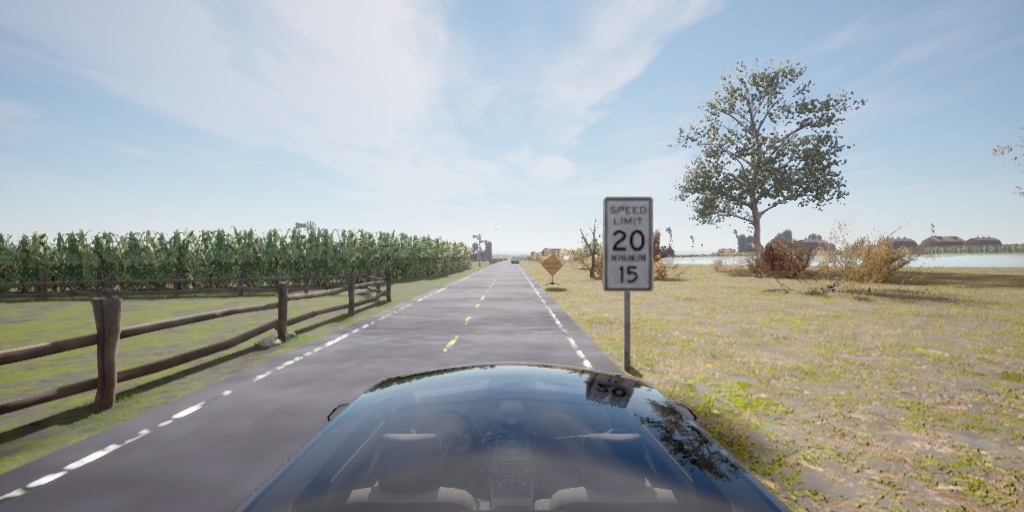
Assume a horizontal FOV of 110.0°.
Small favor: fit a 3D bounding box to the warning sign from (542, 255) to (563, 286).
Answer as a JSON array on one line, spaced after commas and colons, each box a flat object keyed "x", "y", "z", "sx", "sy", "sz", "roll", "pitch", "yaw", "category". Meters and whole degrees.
[{"x": 2.450, "y": 0.855, "z": 21.755, "sx": 1.300, "sy": 1.860, "sz": 1.060, "roll": 0, "pitch": 0, "yaw": 0, "category": "warning sign"}]
